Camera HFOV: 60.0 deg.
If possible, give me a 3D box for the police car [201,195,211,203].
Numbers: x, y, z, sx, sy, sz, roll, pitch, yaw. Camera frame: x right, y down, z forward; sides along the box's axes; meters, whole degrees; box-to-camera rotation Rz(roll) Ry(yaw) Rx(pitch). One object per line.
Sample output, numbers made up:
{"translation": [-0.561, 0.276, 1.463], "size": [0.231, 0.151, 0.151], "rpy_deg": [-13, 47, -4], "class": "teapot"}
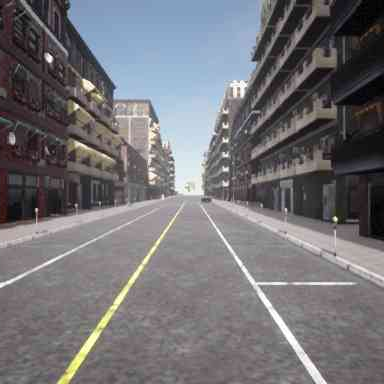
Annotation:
{"translation": [2.997, 1.449, 70.205], "size": [1.930, 1.638, 5.238], "rpy_deg": [0, 0, 0], "class": "police car"}
